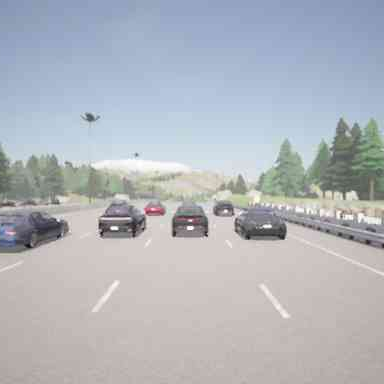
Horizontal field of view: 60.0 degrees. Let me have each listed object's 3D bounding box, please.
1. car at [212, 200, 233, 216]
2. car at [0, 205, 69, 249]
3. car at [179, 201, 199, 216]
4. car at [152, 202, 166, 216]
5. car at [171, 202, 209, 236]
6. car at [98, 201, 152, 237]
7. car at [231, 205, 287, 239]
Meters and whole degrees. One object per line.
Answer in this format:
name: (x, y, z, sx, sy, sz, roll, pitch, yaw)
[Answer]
car: (3.207, 1.612, 34.259, 1.837, 1.490, 4.892, 0, -1, -1)
car: (-7.063, 1.514, 14.245, 2.033, 1.411, 5.357, 0, 0, -1)
car: (-0.299, 1.680, 34.757, 1.994, 1.385, 4.181, 0, -1, -1)
car: (-3.795, 1.677, 34.453, 1.994, 1.385, 4.181, 0, -1, -1)
car: (-0.109, 1.480, 18.250, 1.837, 1.490, 4.892, 0, 0, -1)
car: (-3.603, 1.465, 17.744, 2.128, 1.511, 4.902, 0, 0, -1)
car: (3.406, 1.537, 17.103, 1.994, 1.385, 4.181, 0, 0, -1)
